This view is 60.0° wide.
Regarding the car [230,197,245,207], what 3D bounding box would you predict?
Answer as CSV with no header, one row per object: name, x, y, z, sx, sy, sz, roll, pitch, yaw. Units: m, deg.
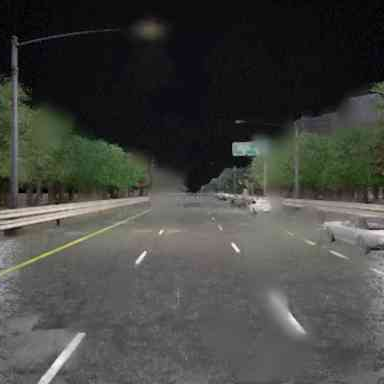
car,7.152,1.473,52.149,2.128,1.511,4.902,0,0,0

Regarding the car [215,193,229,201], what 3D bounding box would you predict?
car,7.314,1.448,82.276,1.837,1.490,4.892,0,0,0

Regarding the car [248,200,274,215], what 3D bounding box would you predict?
car,7.067,1.531,34.239,1.812,1.442,4.674,0,0,0

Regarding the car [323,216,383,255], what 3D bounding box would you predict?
car,7.011,1.603,13.327,1.895,1.301,4.718,0,0,0
